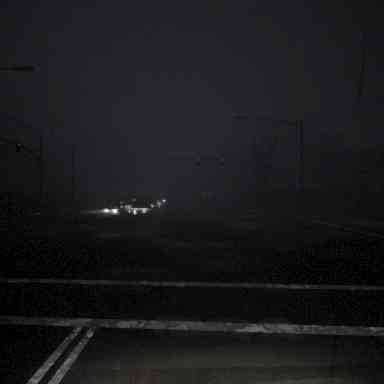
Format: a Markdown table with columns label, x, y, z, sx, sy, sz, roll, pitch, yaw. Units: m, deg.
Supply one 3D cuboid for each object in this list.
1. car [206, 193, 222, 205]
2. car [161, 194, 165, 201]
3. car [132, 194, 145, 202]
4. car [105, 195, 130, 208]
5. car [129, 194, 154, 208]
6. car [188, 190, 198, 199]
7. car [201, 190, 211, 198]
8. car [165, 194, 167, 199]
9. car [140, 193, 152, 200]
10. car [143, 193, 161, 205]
| label | x | y | z | sx | sy | sz | roll | pitch | yaw |
| --- | --- | --- | --- | --- | --- | --- | --- | --- | --- |
| car | 3.729 | 1.337 | 54.136 | 1.994 | 1.385 | 4.181 | 0 | 1 | 0 |
| car | -6.846 | 1.210 | 64.793 | 1.895 | 1.301 | 4.718 | 0 | 1 | 0 |
| car | -10.346 | 1.179 | 64.516 | 1.994 | 1.385 | 4.181 | 0 | 1 | 0 |
| car | -10.419 | 1.369 | 45.371 | 2.128 | 1.511 | 4.902 | 0 | 1 | 1 |
| car | -6.917 | 1.431 | 45.984 | 1.994 | 1.385 | 4.181 | 0 | 1 | 1 |
| car | 0.183 | 0.604 | 76.548 | 2.150 | 2.045 | 5.566 | 0 | 1 | 0 |
| car | 3.710 | 0.378 | 87.605 | 2.150 | 2.045 | 5.566 | 0 | 1 | 0 |
| car | -6.820 | 1.003 | 75.141 | 1.895 | 1.301 | 4.718 | 0 | 1 | 0 |
| car | -10.320 | 0.948 | 75.135 | 2.033 | 1.411 | 5.357 | 0 | 1 | 0 |
| car | -6.872 | 1.305 | 55.215 | 2.033 | 1.411 | 5.357 | 0 | 1 | 0 |
